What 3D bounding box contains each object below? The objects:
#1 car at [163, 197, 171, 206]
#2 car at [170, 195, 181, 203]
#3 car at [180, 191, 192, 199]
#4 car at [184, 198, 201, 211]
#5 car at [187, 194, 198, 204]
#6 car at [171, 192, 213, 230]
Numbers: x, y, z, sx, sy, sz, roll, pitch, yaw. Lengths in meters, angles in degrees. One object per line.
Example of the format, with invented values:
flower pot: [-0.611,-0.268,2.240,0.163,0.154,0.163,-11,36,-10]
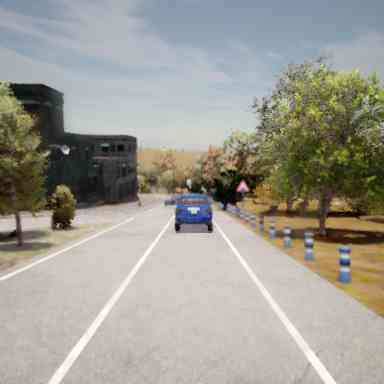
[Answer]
car: [-3.323,1.486,51.345,1.895,1.301,4.718,0,0,0]
car: [-3.264,1.350,66.839,1.837,1.490,4.892,0,1,0]
car: [-1.579,0.784,87.300,2.097,1.767,4.553,-2,2,-16]
car: [0.095,1.395,38.306,1.837,1.490,4.892,0,-1,0]
car: [0.096,1.214,61.914,2.097,1.767,4.553,0,0,0]
car: [0.100,1.176,20.758,2.150,2.045,5.566,0,0,0]
